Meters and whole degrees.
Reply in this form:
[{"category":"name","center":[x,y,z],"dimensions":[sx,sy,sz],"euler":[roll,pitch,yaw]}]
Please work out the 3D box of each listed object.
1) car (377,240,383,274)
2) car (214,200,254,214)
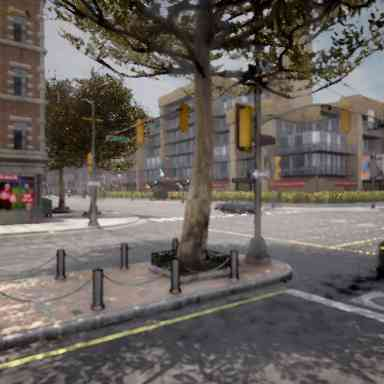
[{"category":"car","center":[6.687,1.508,9.378],"dimensions":[1.812,1.442,4.674],"euler":[0,0,44]},{"category":"car","center":[4.658,1.509,34.994],"dimensions":[2.033,1.411,5.357],"euler":[0,0,-36]}]
